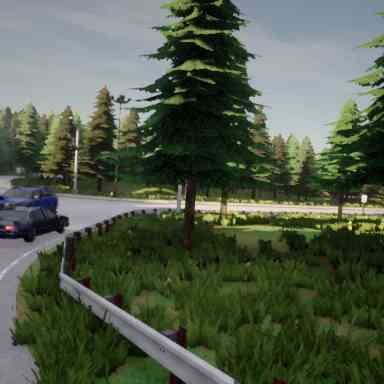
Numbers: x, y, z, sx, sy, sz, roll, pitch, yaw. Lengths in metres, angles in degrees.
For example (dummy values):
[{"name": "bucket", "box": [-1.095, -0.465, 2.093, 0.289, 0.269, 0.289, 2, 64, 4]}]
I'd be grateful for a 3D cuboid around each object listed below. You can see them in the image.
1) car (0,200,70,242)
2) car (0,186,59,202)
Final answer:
[{"name": "car", "box": [-7.600, 1.366, 15.551, 2.033, 1.411, 5.357, 4, 1, 3]}, {"name": "car", "box": [-10.523, 0.677, 21.073, 2.150, 2.045, 5.566, 4, 2, 4]}]
